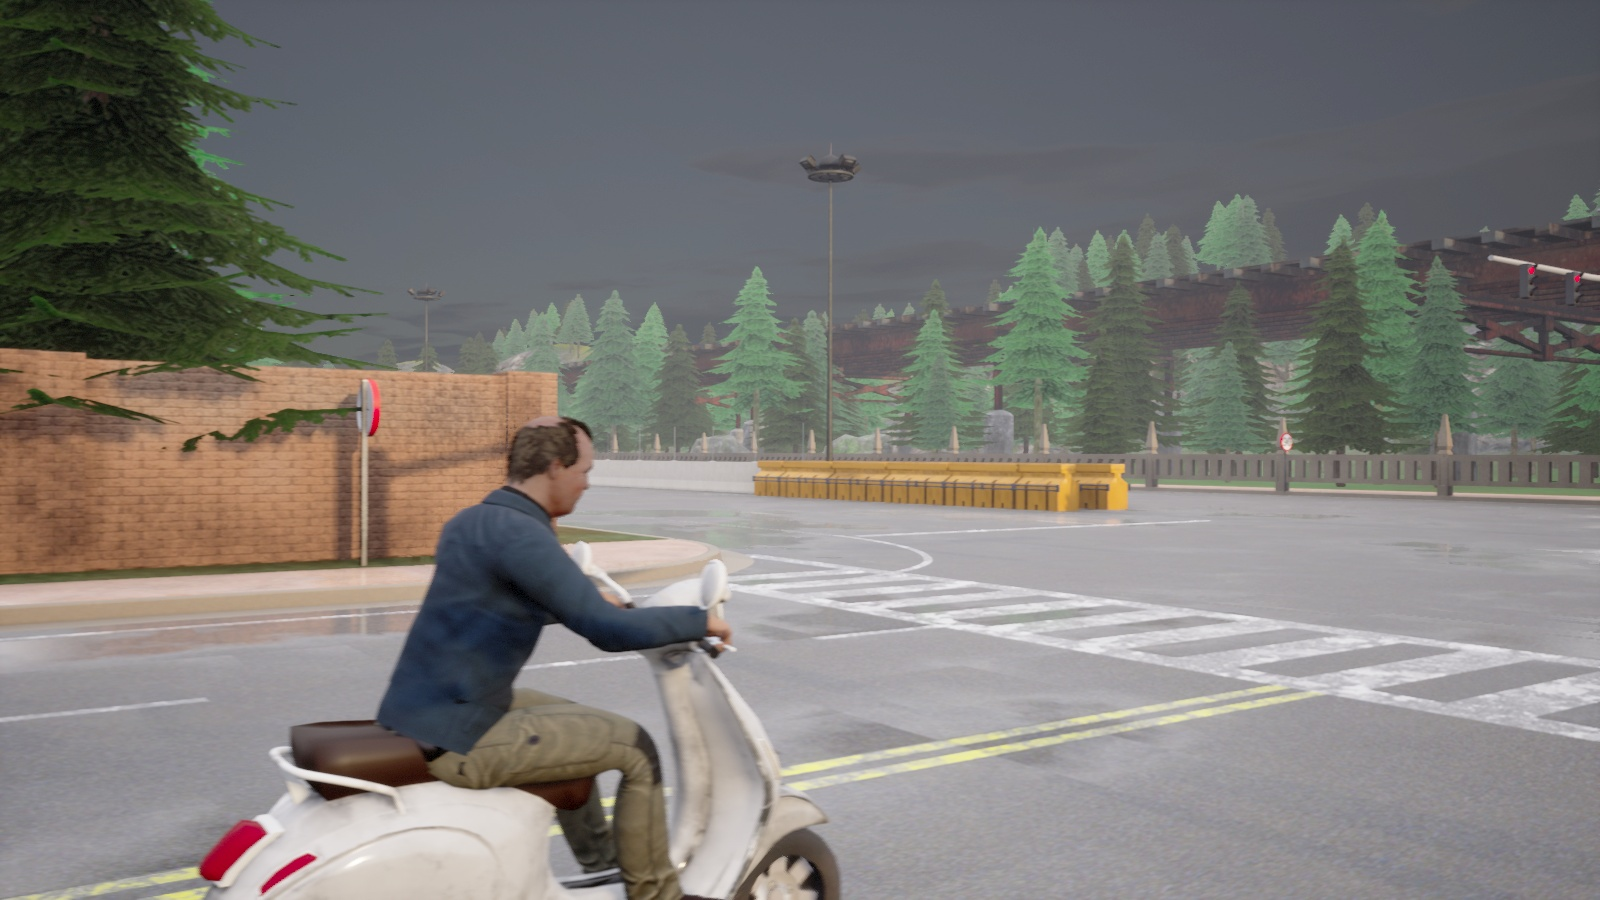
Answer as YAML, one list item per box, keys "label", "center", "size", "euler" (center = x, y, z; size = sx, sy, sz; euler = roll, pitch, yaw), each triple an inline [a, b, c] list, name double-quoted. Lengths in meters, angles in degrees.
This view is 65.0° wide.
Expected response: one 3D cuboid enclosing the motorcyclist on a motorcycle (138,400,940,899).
- label: "motorcyclist on a motorcycle"
  center: [-0.618, 0.710, 3.228]
  size: [1.817, 1.590, 0.866]
  euler: [1, 0, -35]
